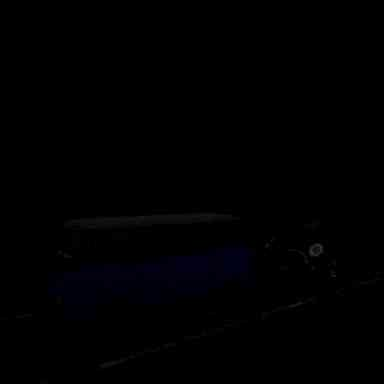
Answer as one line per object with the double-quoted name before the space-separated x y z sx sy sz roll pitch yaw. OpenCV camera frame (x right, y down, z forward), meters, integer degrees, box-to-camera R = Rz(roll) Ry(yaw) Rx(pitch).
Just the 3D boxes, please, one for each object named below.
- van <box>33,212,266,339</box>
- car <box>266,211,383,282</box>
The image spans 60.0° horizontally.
"van" -0.675 1.323 6.273 3.998 1.788 1.690 0 0 -35
"car" 3.927 1.388 9.534 4.097 1.590 1.967 0 0 -35
